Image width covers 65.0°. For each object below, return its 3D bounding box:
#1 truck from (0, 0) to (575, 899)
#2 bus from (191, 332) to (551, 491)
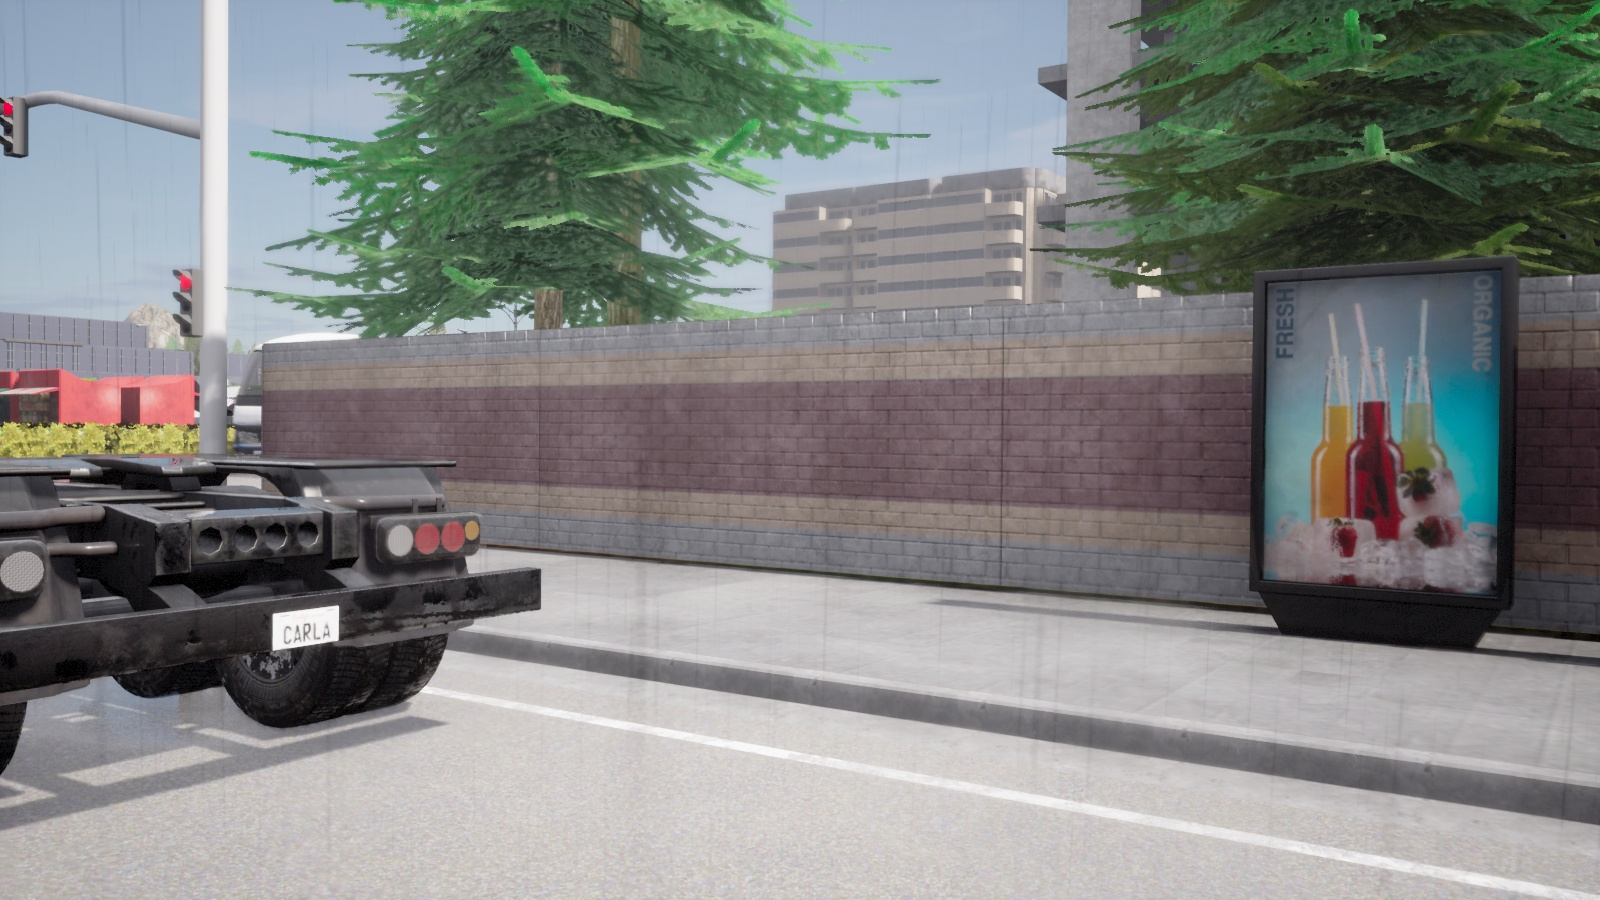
[{"bbox_3d":[-5.216,-0.300,7.067,7.936,3.462,2.891,0,1,34],"label":"truck"},{"bbox_3d":[-12.838,-1.116,38.966,3.944,4.253,10.273,0,1,33],"label":"bus"}]
